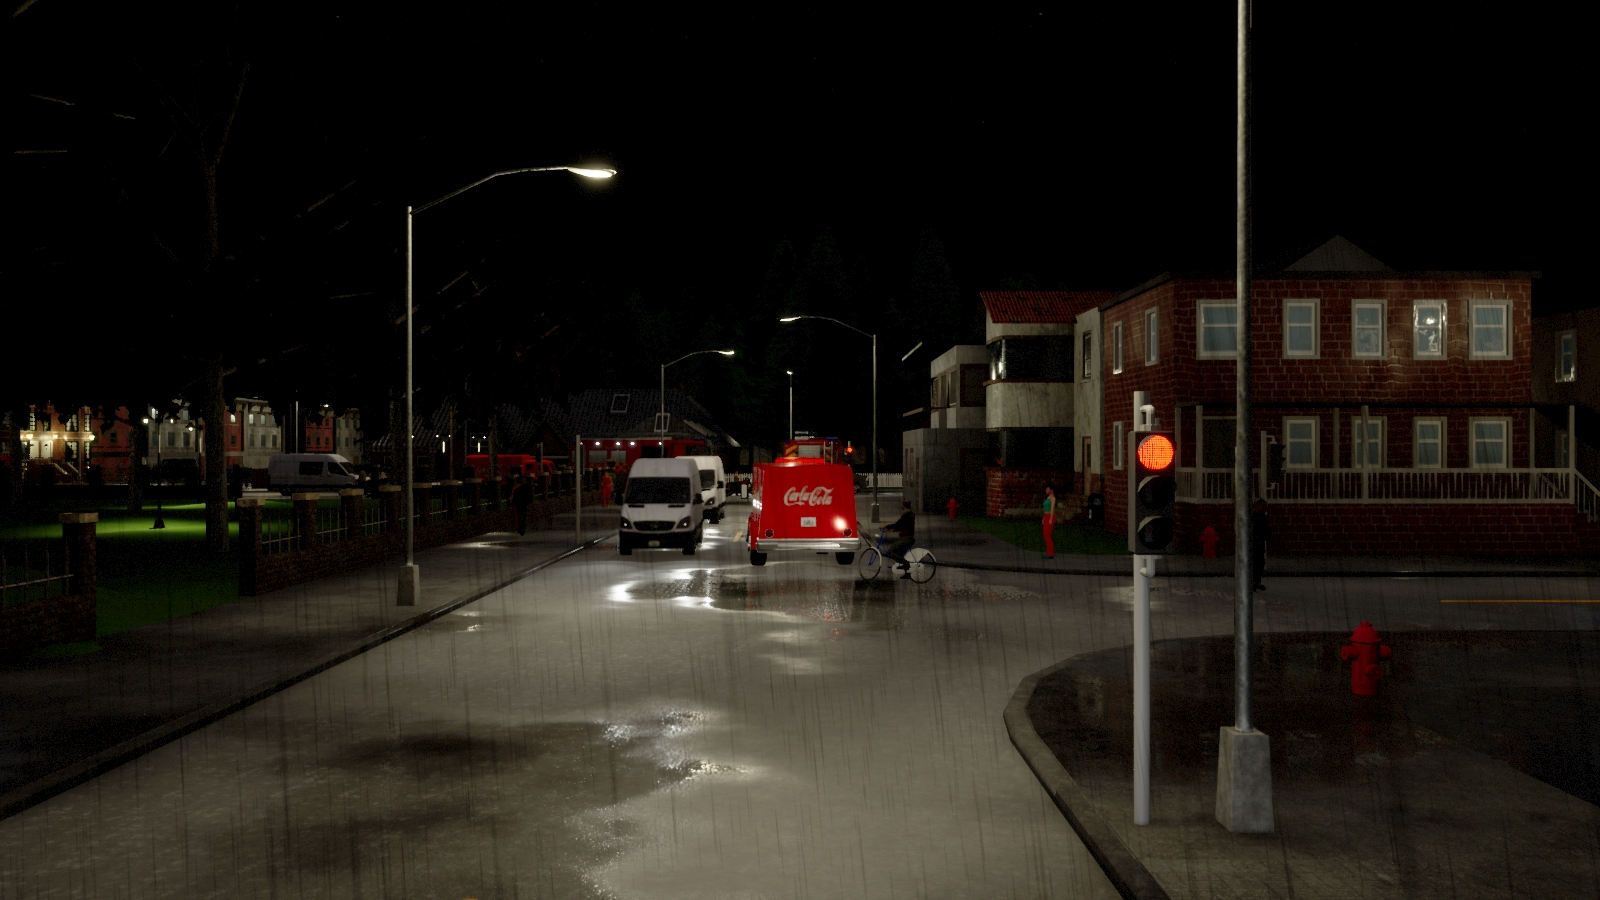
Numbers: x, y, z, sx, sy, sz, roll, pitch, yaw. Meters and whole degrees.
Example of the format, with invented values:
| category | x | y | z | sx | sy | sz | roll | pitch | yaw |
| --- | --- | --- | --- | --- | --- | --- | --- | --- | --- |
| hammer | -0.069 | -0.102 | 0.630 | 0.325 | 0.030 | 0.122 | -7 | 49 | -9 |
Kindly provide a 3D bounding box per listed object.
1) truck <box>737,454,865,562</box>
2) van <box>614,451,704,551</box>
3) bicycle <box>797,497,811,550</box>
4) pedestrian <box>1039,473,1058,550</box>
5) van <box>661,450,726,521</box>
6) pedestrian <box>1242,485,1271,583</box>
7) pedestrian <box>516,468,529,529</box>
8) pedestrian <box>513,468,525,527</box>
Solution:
| category | x | y | z | sx | sy | sz | roll | pitch | yaw |
| --- | --- | --- | --- | --- | --- | --- | --- | --- | --- |
| truck | -0.107 | 1.336 | 28.945 | 2.627 | 2.467 | 5.204 | 0 | 0 | -7 |
| van | -3.840 | 1.301 | 32.108 | 1.988 | 2.561 | 5.915 | 0 | 0 | -2 |
| bicycle | 0.094 | 1.927 | 30.359 | 0.329 | 1.271 | 1.835 | 0 | 0 | -1 |
| pedestrian | 6.059 | 1.504 | 27.875 | 0.375 | 1.860 | 0.375 | 0 | 0 | -4 |
| van | -4.029 | 1.296 | 44.293 | 1.988 | 2.561 | 5.915 | 0 | 0 | 0 |
| pedestrian | 8.852 | 1.619 | 22.157 | 0.375 | 1.860 | 0.375 | 0 | 0 | -23 |
| pedestrian | -8.664 | 1.509 | 35.627 | 0.375 | 1.860 | 0.375 | 0 | 0 | -15 |
| pedestrian | -9.007 | 1.509 | 36.631 | 0.375 | 1.860 | 0.375 | 0 | 0 | -15 |
